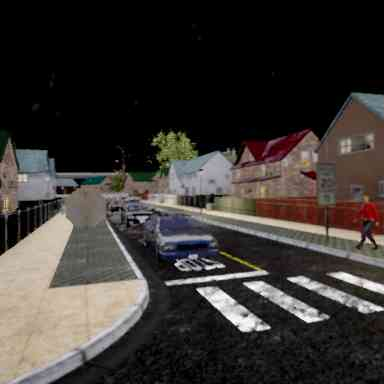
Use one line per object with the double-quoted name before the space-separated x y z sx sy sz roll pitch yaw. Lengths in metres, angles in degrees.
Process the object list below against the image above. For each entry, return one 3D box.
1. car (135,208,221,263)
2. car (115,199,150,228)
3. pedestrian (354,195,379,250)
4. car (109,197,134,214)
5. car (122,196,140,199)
"car" -0.667 1.497 12.282 2.033 1.411 5.357 -1 0 -16
"car" -3.595 1.444 21.786 2.128 1.511 4.902 -1 0 -17
"pedestrian" 5.571 0.955 10.609 0.375 1.860 0.375 -1 0 -17
"car" -7.531 1.517 34.464 1.994 1.385 4.181 -1 1 -16
"car" -8.277 1.358 46.662 1.882 1.535 5.008 -1 0 -17
